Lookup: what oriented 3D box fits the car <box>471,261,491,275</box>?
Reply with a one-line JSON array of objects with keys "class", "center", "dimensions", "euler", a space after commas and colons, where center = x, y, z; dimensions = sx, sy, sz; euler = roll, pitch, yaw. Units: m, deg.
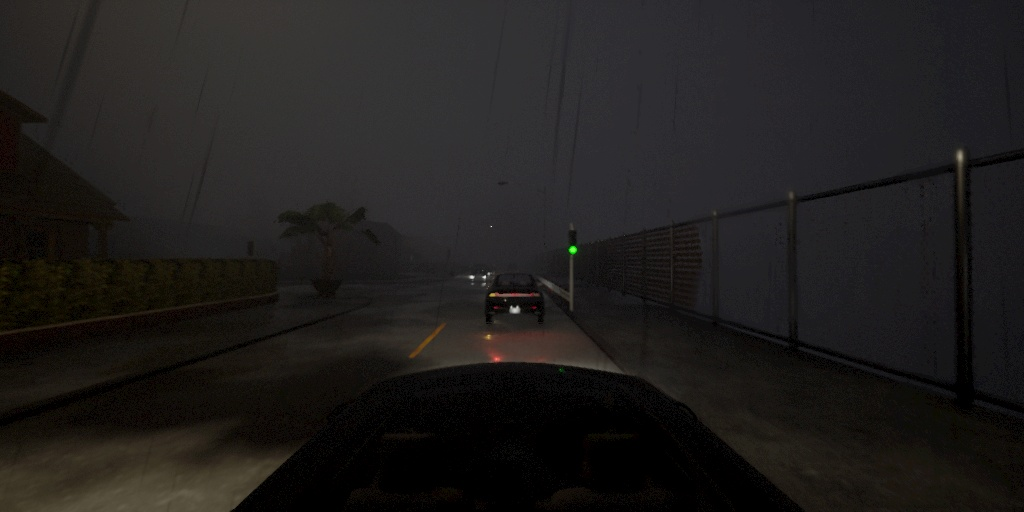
[{"class": "car", "center": [-4.109, 1.696, 45.921], "dimensions": [1.837, 1.490, 4.892], "euler": [0, -1, 0]}]

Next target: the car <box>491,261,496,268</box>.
[{"class": "car", "center": [-4.092, 1.837, 55.785], "dimensions": [2.033, 1.411, 5.357], "euler": [0, -1, 0]}]

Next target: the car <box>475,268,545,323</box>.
[{"class": "car", "center": [0.087, 1.349, 12.539], "dimensions": [2.128, 1.511, 4.902], "euler": [0, -1, 0]}]
